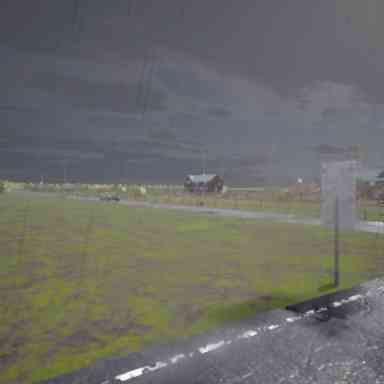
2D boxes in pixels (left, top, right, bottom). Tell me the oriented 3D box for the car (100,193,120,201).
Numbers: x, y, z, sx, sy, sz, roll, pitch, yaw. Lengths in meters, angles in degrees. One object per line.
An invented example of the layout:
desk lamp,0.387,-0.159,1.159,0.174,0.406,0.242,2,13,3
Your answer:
car,-13.286,0.797,53.807,1.994,1.385,4.181,1,0,-36
